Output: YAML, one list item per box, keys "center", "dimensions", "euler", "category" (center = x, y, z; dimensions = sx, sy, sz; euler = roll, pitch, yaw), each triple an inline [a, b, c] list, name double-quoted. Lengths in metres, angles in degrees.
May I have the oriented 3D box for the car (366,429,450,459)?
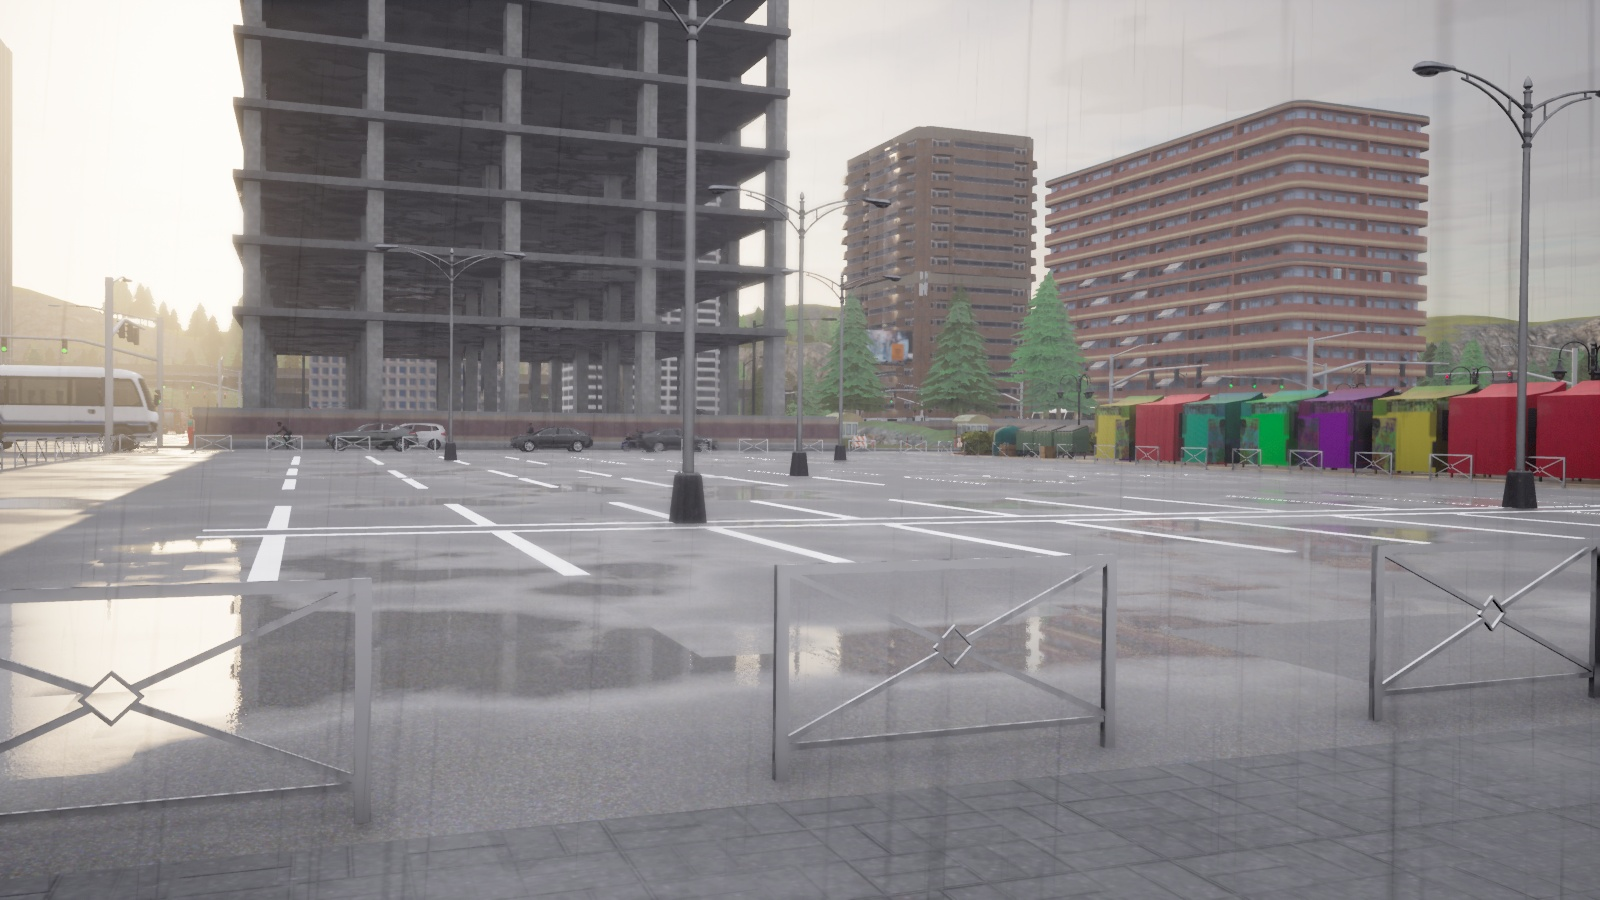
- center: [-23.501, -0.382, 75.183]
  dimensions: [4.611, 1.667, 2.242]
  euler: [-1, 1, -22]
  category: "car"

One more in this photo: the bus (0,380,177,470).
- center: [-36.831, -1.233, 62.264]
  dimensions: [10.273, 4.253, 3.944]
  euler: [-1, 1, -22]
  category: "bus"

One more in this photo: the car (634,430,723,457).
- center: [-7.167, -0.382, 74.175]
  dimensions: [4.892, 1.490, 1.837]
  euler: [-1, 1, -22]
  category: "car"

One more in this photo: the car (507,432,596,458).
- center: [-14.821, -0.311, 74.886]
  dimensions: [4.892, 1.490, 1.837]
  euler: [-1, 1, -22]
  category: "car"

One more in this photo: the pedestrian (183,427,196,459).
- center: [-35.735, -0.416, 73.546]
  dimensions: [0.345, 1.836, 0.594]
  euler: [0, 1, 18]
  category: "pedestrian"

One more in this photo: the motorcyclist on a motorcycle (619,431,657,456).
- center: [-10.375, -0.419, 80.431]
  dimensions: [2.191, 1.530, 0.866]
  euler: [-1, 1, -22]
  category: "motorcyclist on a motorcycle"

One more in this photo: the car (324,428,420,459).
- center: [-24.227, -0.374, 71.120]
  dimensions: [5.027, 1.651, 2.152]
  euler: [-1, 1, -22]
  category: "car"
